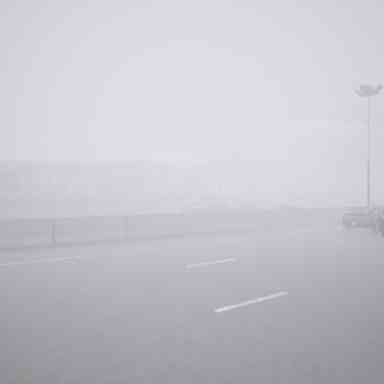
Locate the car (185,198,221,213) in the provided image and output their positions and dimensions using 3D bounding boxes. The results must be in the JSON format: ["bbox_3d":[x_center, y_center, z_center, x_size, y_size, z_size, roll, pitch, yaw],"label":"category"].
[{"bbox_3d":[2.289,1.720,35.797,5.357,1.411,2.033,0,0,-36],"label":"car"}]

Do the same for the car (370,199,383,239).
[{"bbox_3d":[11.236,1.331,16.122,5.566,2.045,2.150,0,0,-36],"label":"car"}]

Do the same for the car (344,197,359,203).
[{"bbox_3d":[32.250,1.733,66.896,2.097,1.767,4.553,0,0,41],"label":"car"}]

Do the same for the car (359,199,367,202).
[{"bbox_3d":[34.187,1.935,63.752,1.895,1.301,4.718,0,0,41],"label":"car"}]

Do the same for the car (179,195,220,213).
[{"bbox_3d":[1.125,1.409,39.278,5.566,2.045,2.150,1,-1,-36],"label":"car"}]

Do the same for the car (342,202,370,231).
[{"bbox_3d":[11.195,1.620,20.401,4.902,1.511,2.128,0,0,-36],"label":"car"}]

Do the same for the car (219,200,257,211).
[{"bbox_3d":[5.194,1.735,33.592,4.181,1.385,1.994,0,0,-36],"label":"car"}]

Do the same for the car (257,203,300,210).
[{"bbox_3d":[8.648,1.737,31.776,4.181,1.385,1.994,0,0,-36],"label":"car"}]
